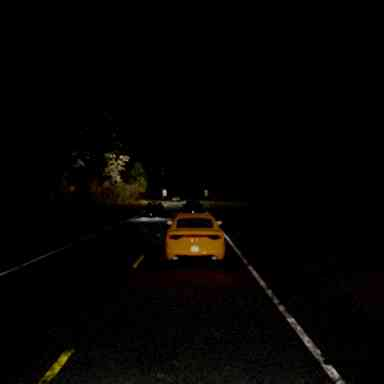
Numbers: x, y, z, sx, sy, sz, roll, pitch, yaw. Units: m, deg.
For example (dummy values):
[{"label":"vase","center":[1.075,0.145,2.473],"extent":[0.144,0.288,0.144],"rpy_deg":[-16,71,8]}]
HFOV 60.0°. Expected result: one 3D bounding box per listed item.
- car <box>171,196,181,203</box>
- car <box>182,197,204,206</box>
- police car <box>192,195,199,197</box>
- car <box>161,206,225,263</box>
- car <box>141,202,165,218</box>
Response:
[{"label":"car","center":[-3.483,1.689,73.416],"extent":[1.812,1.442,4.674],"rpy_deg":[0,0,0]},{"label":"car","center":[0.105,1.594,33.173],"extent":[1.837,1.490,4.892],"rpy_deg":[0,0,0]},{"label":"police car","center":[1.071,1.641,91.479],"extent":[1.930,1.638,5.238],"rpy_deg":[0,0,0]},{"label":"car","center":[0.093,1.511,12.214],"extent":[1.882,1.535,5.008],"rpy_deg":[0,0,0]},{"label":"car","center":[-3.592,1.633,31.849],"extent":[2.033,1.411,5.357],"rpy_deg":[0,0,0]}]
